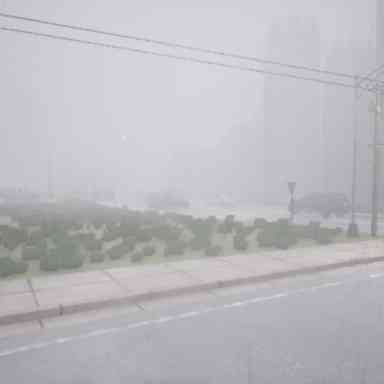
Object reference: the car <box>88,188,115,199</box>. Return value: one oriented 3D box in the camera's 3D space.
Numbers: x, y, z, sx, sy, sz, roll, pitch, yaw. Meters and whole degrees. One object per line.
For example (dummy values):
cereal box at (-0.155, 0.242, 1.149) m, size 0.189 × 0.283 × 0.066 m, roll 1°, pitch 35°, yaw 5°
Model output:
car at (-15.038, 0.275, 56.711) m, size 3.866 × 1.878 × 1.905 m, roll 1°, pitch 1°, yaw -31°

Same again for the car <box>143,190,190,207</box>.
car at (-2.439, 0.958, 36.052) m, size 4.611 × 1.667 × 2.242 m, roll 1°, pitch 1°, yaw -31°

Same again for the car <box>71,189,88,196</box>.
car at (-22.546, 0.175, 67.925) m, size 4.193 × 1.474 × 1.816 m, roll 1°, pitch 1°, yaw -31°

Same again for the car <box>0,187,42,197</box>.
car at (-21.046, 0.355, 41.110) m, size 4.605 × 1.855 × 1.932 m, roll 1°, pitch 1°, yaw -31°

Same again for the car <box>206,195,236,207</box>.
car at (3.537, 1.055, 41.167) m, size 1.812 × 1.442 × 4.674 m, roll 1°, pitch 1°, yaw -31°

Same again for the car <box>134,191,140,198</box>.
car at (-9.118, 0.495, 61.541) m, size 1.882 × 1.535 × 5.008 m, roll 1°, pitch 1°, yaw -32°

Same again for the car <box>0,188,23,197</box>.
car at (-32.906, 0.086, 60.206) m, size 3.905 × 1.438 × 1.784 m, roll 1°, pitch 1°, yaw -31°

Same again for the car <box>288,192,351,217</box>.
car at (11.009, 1.054, 29.040) m, size 2.150 × 2.045 × 5.566 m, roll 1°, pitch 1°, yaw -28°

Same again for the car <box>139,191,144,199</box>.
car at (-5.346, 0.805, 48.656) m, size 2.033 × 1.411 × 5.357 m, roll 1°, pitch 1°, yaw -31°
